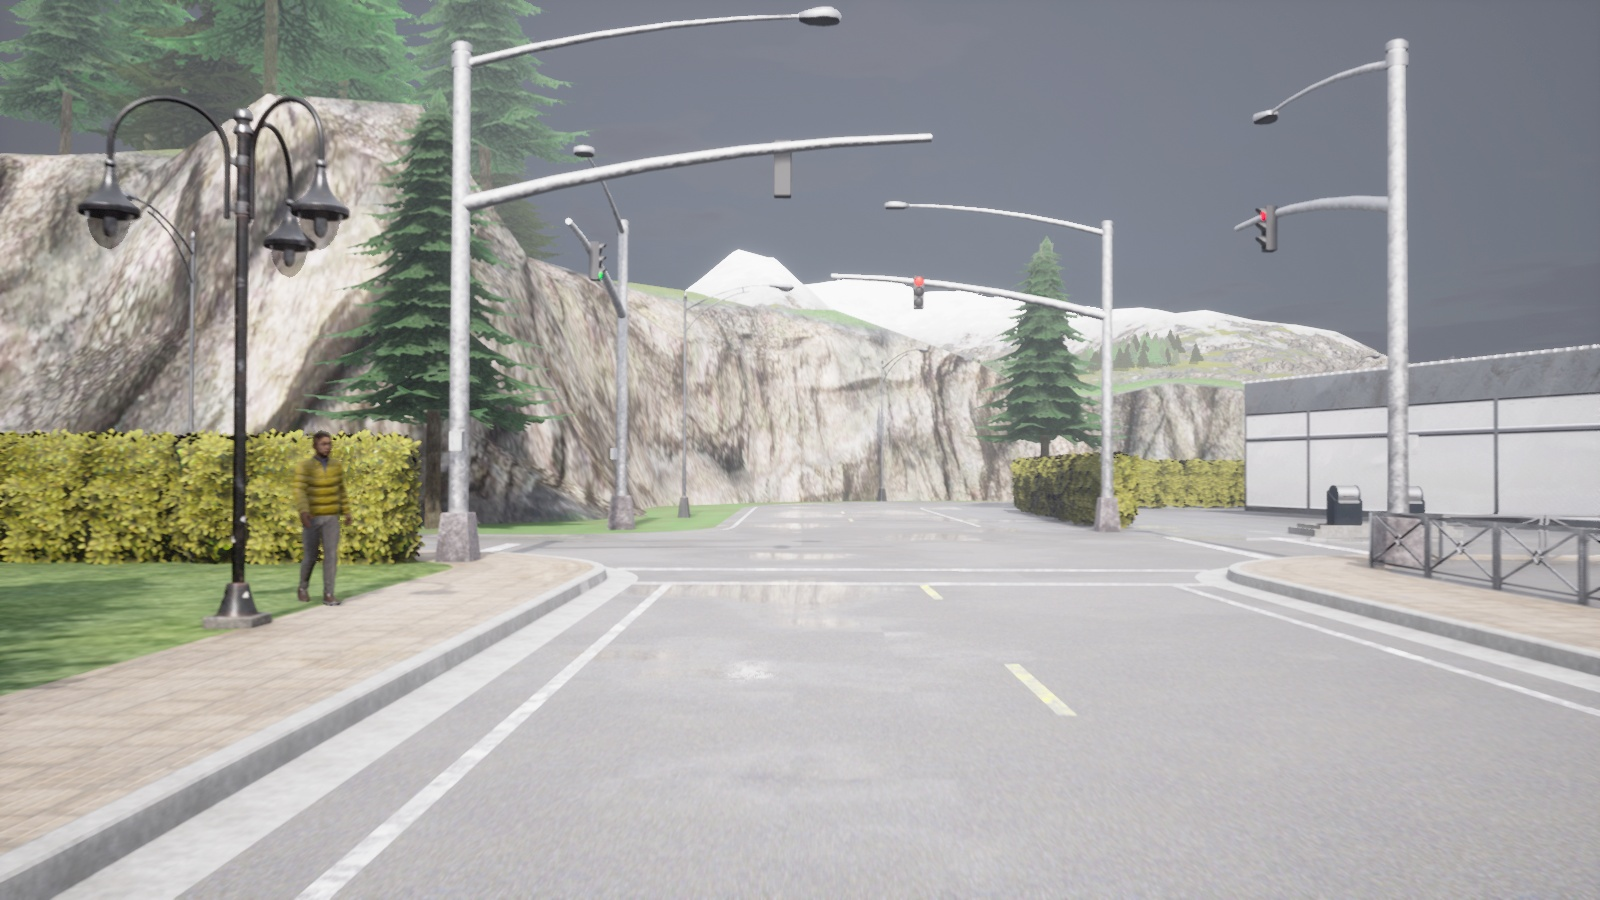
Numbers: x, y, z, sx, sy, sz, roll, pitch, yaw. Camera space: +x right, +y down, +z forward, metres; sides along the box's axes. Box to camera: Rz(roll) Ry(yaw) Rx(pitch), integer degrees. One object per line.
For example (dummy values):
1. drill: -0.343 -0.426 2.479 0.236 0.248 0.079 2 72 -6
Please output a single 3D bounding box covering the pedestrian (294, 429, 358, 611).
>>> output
1. pedestrian: -4.954 0.710 13.116 0.431 1.840 0.709 1 -1 -39
